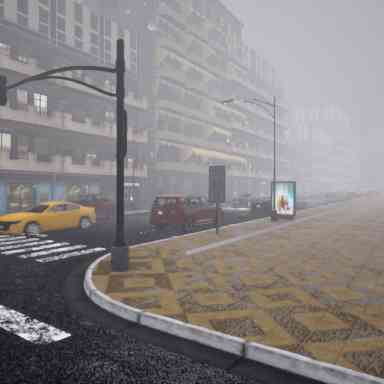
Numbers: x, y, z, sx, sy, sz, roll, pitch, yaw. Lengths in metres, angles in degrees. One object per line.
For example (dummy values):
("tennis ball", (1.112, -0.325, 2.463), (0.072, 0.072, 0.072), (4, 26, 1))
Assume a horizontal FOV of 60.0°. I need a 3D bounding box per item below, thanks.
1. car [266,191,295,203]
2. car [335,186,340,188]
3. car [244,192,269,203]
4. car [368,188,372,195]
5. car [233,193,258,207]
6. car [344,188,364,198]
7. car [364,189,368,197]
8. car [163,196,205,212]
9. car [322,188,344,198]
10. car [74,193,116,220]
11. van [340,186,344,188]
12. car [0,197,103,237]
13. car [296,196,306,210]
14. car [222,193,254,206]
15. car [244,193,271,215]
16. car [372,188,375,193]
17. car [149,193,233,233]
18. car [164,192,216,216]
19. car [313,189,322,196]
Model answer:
("car", (12.121, 0.631, 45.318), (2.128, 1.511, 4.902), (0, 1, 35))
("car", (34.238, -0.239, 81.565), (1.967, 1.590, 4.097), (2, 2, 35))
("car", (8.830, 0.754, 45.196), (1.802, 1.307, 4.206), (2, 2, 35))
("car", (34.798, 0.096, 67.737), (1.887, 1.381, 4.507), (1, 2, 35))
("car", (6.113, 0.843, 36.793), (1.837, 1.490, 4.892), (0, 1, 35))
("car", (28.445, 0.309, 58.643), (1.887, 1.381, 4.507), (1, 2, 35))
("car", (31.622, 0.098, 63.187), (1.967, 1.590, 4.097), (1, 2, 35))
("car", (-0.697, 1.069, 31.557), (1.802, 1.307, 4.206), (2, 2, 35))
("car", (24.329, 0.387, 57.298), (1.994, 1.385, 4.181), (0, 1, 35))
("car", (-7.047, 1.010, 22.456), (2.192, 1.841, 5.009), (1, 2, 35))
("van", (37.414, -0.446, 86.109), (1.690, 1.788, 3.998), (2, 2, 35))
("car", (-7.305, 1.261, 17.185), (1.882, 1.535, 5.008), (0, 1, 31))
("car", (9.386, 0.965, 31.358), (1.947, 1.339, 4.313), (1, 2, 35))
("car", (5.655, 0.829, 40.649), (2.008, 1.369, 4.403), (2, 2, 35))
("car", (6.209, 1.069, 26.809), (1.947, 1.339, 4.313), (1, 2, 35))
("car", (37.974, -0.012, 72.285), (1.887, 1.381, 4.507), (1, 2, 35))
("car", (-0.142, 1.026, 17.708), (2.192, 1.841, 5.009), (1, 2, 35))
("car", (-0.072, 0.892, 27.951), (2.097, 1.767, 4.553), (0, 1, 35))
("car", (27.885, -0.025, 72.471), (1.967, 1.590, 4.097), (2, 2, 35))
